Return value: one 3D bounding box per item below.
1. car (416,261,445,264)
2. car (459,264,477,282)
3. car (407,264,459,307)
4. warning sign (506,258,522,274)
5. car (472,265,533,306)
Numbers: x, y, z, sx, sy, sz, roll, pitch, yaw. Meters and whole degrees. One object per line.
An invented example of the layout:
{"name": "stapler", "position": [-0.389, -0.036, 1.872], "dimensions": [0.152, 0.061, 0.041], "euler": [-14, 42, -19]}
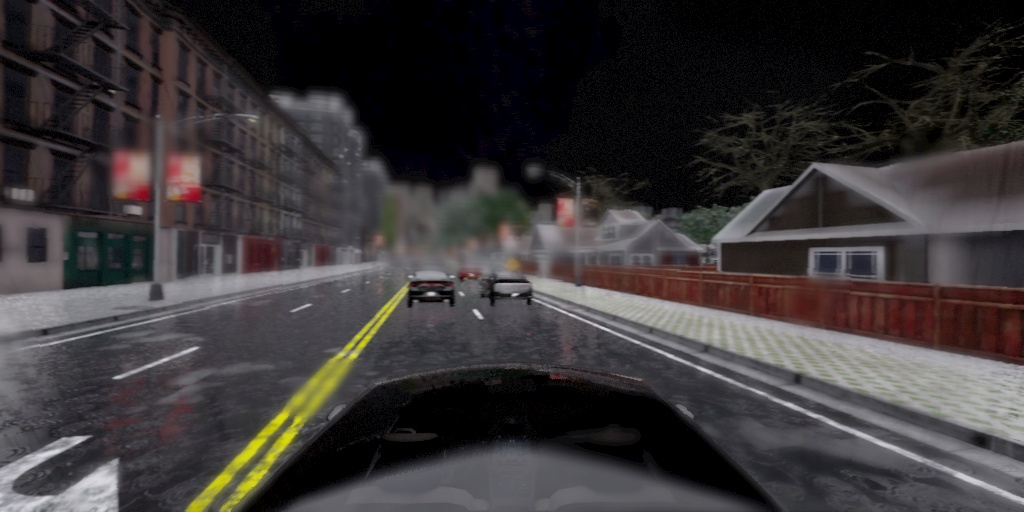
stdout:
{"name": "car", "position": [-6.764, 1.432, 30.286], "dimensions": [2.033, 1.411, 5.357], "euler": [1, 0, -12]}
{"name": "car", "position": [-3.693, 1.407, 31.474], "dimensions": [1.882, 1.535, 5.008], "euler": [1, 0, -12]}
{"name": "car", "position": [-3.611, 1.295, 16.123], "dimensions": [1.882, 1.535, 5.008], "euler": [1, 0, -12]}
{"name": "warning sign", "position": [0.107, 1.061, 27.450], "dimensions": [1.300, 1.860, 1.060], "euler": [0, 0, -13]}
{"name": "car", "position": [-0.401, 1.351, 16.650], "dimensions": [2.128, 1.511, 4.902], "euler": [1, 0, -12]}
